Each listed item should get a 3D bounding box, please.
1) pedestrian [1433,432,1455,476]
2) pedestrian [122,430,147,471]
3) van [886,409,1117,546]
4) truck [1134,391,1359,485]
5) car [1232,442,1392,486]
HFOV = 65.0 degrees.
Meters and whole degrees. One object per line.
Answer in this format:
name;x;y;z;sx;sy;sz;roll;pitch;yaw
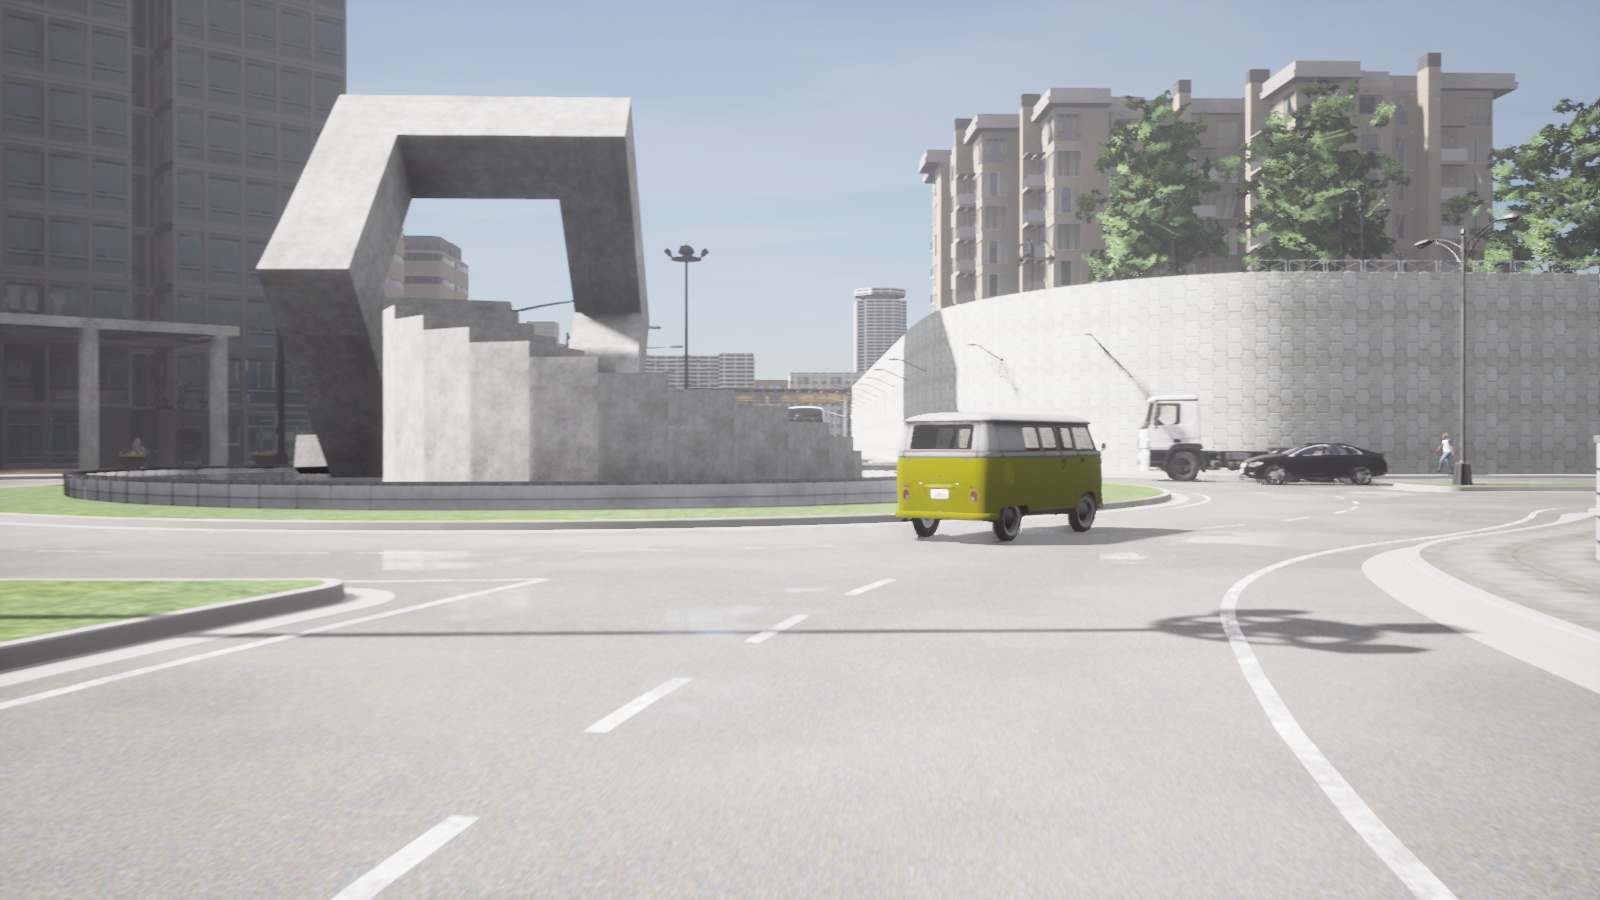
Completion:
pedestrian;26.946;0.153;52.540;0.706;1.836;0.354;0;0;-4
pedestrian;-30.825;0.026;58.158;0.900;1.855;0.874;0;0;-35
van;3.391;0.390;20.443;1.775;1.987;4.442;0;0;38
truck;17.115;-0.477;48.715;7.936;3.462;2.891;0;1;13
car;18.161;0.482;44.732;4.902;1.511;2.128;0;0;8
